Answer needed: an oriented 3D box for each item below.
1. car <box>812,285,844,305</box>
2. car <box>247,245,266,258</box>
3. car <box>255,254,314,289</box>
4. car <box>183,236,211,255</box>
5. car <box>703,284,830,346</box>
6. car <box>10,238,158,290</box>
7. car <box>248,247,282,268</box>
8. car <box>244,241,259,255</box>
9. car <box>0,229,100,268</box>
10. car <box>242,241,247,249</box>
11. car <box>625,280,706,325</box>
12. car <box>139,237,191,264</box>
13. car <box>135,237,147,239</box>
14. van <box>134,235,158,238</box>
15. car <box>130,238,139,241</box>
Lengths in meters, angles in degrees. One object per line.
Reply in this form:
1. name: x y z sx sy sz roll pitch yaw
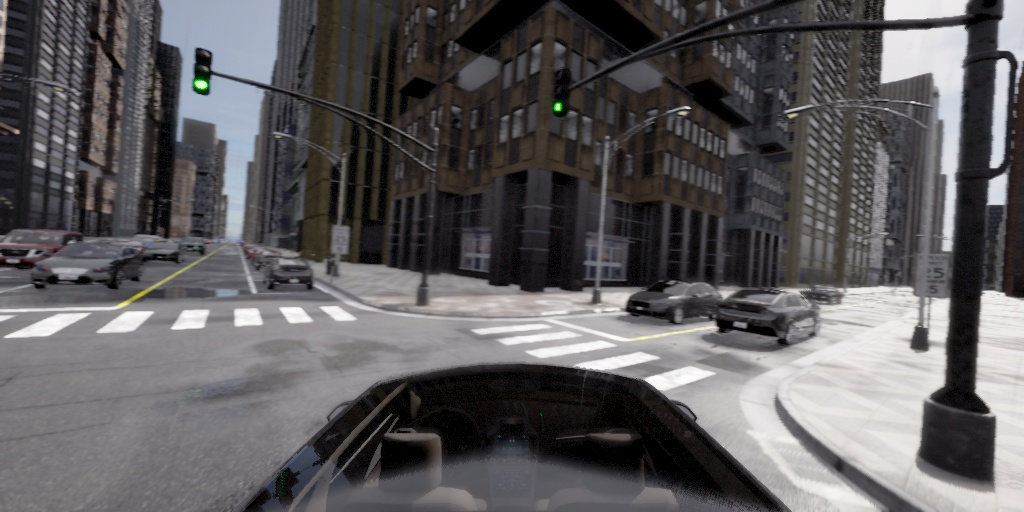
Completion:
1. car: 23.632 2.952 27.391 4.718 1.301 1.895 4 0 -38
2. car: -20.445 0.058 29.618 1.888 1.381 4.507 0 0 -38
3. car: -10.153 0.688 16.199 2.007 1.370 4.403 0 0 -38
4. car: -35.776 -1.158 40.239 2.150 2.045 5.566 4 0 -38
5. car: 8.383 1.833 11.633 4.892 1.490 1.837 4 0 -38
6. car: -14.973 0.291 12.954 2.128 1.511 4.902 4 0 -36
7. car: -17.014 0.271 25.145 2.007 1.370 4.403 0 0 -38
8. car: -27.305 -0.462 38.563 1.967 1.591 4.097 0 0 -38
9. car: -20.321 -0.228 15.471 2.192 1.841 5.009 0 0 -38
10. car: -34.166 -0.875 47.508 1.967 1.591 4.097 0 0 -38
11. car: 6.470 1.698 14.073 4.892 1.490 1.837 3 0 -36
12. car: -24.597 -0.282 25.502 1.837 1.490 4.892 4 1 -37
13. car: -30.613 -0.585 28.889 1.802 1.307 4.207 0 0 -38
14. van: -34.043 -1.034 33.362 1.690 1.789 3.998 0 0 -38
15. car: -27.183 -0.394 24.417 1.948 1.339 4.313 0 0 -38
